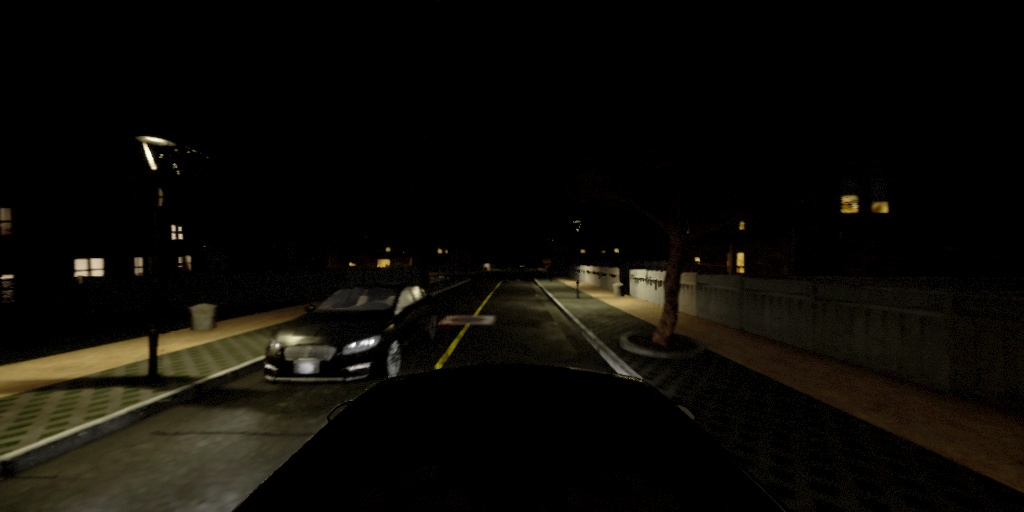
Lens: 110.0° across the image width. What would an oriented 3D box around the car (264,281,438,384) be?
[{"bbox_3d":[-2.829,1.309,7.409,2.128,1.511,4.902,0,-1,0],"label":"car"}]
